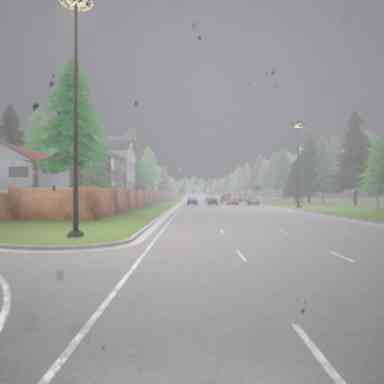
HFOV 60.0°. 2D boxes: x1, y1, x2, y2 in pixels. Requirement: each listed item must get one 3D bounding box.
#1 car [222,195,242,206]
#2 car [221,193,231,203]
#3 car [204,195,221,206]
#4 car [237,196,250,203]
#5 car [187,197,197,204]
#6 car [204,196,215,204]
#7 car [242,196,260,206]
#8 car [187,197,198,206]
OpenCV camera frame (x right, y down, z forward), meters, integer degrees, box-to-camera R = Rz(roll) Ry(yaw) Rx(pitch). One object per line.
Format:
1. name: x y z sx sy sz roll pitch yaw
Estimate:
1. car: 7.053 1.636 58.523 2.033 1.411 5.357 0 0 0
2. car: 6.998 1.245 69.025 2.150 2.045 5.566 0 0 0
3. car: 3.544 1.592 57.502 1.837 1.490 4.892 0 0 1
4. car: 10.498 1.519 68.164 1.994 1.385 4.181 0 0 0
5. car: -0.002 1.649 68.164 1.994 1.385 4.181 0 0 0
6. car: 3.498 1.636 68.164 2.033 1.411 5.357 0 0 0
7. car: 10.550 1.578 58.182 2.128 1.511 4.902 0 0 0
8. car: 0.047 1.565 57.782 1.882 1.535 5.008 0 0 0
